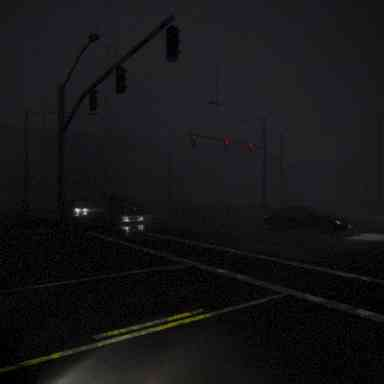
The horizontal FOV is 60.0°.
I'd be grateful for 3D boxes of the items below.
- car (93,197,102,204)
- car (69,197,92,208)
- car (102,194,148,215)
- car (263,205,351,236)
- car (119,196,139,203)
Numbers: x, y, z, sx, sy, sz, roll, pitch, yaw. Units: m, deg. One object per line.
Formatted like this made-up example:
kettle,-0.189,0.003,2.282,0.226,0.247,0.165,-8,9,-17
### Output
car,-16.505,1.601,62.713,1.895,1.301,4.718,0,0,3
car,-16.407,1.492,48.004,2.128,1.511,4.902,0,0,-30
car,-7.060,1.220,34.560,2.150,2.045,5.566,0,0,-35
car,6.253,1.494,18.497,4.674,1.442,1.812,0,0,39
car,-13.677,1.524,72.541,1.812,1.442,4.674,0,0,30
